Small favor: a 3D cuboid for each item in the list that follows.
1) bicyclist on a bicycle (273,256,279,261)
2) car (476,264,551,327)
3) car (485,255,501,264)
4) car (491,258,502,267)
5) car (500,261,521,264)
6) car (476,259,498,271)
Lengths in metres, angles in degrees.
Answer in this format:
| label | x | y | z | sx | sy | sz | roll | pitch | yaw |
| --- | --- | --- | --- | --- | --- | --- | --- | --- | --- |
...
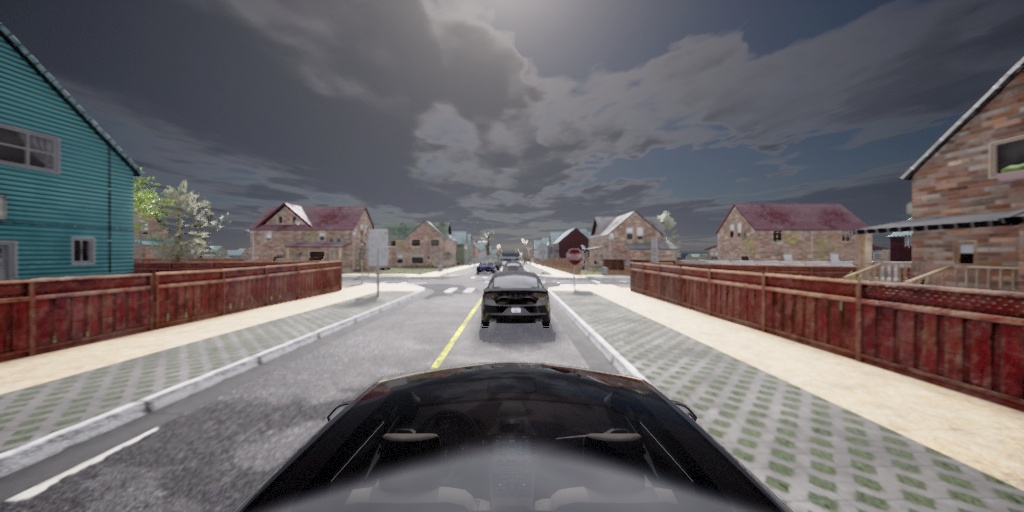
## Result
| label | x | y | z | sx | sy | sz | roll | pitch | yaw |
| --- | --- | --- | --- | --- | --- | --- | --- | --- | --- |
| bicyclist on a bicycle | -20.150 | 0.863 | 30.627 | 0.582 | 1.620 | 1.656 | 0 | 1 | 0 |
| car | 0.101 | 1.196 | 11.414 | 1.882 | 1.535 | 5.008 | 0 | 0 | 0 |
| car | -2.836 | 0.908 | 49.655 | 2.150 | 2.045 | 5.566 | 0 | 0 | 0 |
| car | -2.758 | 1.219 | 64.181 | 1.837 | 1.490 | 4.892 | 0 | 0 | 0 |
| car | 0.109 | 1.199 | 32.486 | 1.812 | 1.442 | 4.674 | 0 | 0 | 0 |
| car | -2.840 | 1.279 | 39.324 | 1.895 | 1.301 | 4.718 | 0 | 0 | 0 |
